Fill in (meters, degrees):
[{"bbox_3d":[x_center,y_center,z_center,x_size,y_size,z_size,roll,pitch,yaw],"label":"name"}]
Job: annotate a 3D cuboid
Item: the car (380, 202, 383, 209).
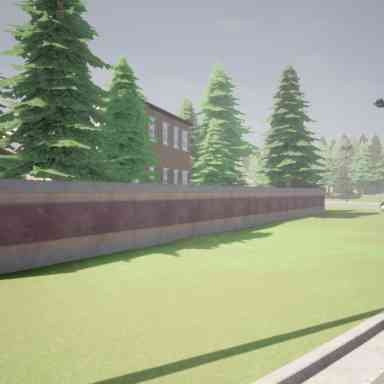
[{"bbox_3d":[25.199,1.505,40.693,1.837,1.490,4.892,0,0,-6],"label":"car"}]
